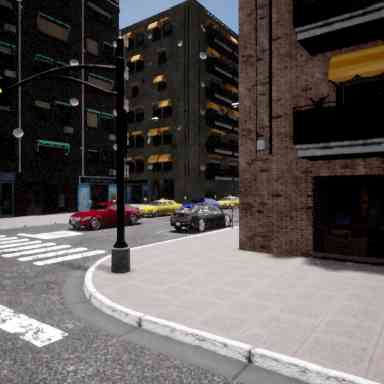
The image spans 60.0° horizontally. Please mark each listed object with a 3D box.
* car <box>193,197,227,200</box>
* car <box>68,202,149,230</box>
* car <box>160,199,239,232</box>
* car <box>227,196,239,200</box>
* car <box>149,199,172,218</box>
[{"bbox_3d":[0.709,1.221,27.692,1.812,1.442,4.674,0,1,36],"label":"car"},{"bbox_3d":[-5.011,1.342,19.788,1.812,1.442,4.674,0,1,36],"label":"car"},{"bbox_3d":[0.591,1.333,18.305,2.008,1.369,4.403,1,1,36],"label":"car"},{"bbox_3d":[4.082,1.111,36.540,1.752,1.417,4.829,1,1,36],"label":"car"},{"bbox_3d":[-2.576,1.252,27.359,1.752,1.417,4.829,1,1,36],"label":"car"}]
